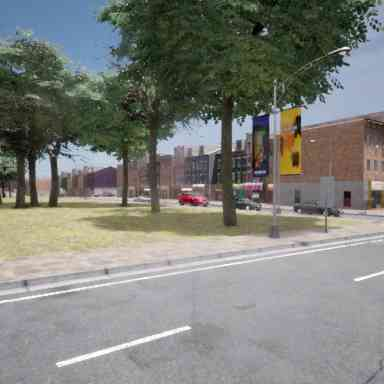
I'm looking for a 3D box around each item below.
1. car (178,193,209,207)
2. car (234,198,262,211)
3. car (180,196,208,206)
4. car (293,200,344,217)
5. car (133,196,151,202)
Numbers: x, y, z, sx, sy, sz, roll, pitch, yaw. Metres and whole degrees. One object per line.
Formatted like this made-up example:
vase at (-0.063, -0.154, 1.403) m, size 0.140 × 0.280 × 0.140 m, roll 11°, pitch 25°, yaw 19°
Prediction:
car at (0.151, 1.136, 49.165) m, size 2.150 × 2.045 × 5.566 m, roll 1°, pitch 0°, yaw -35°
car at (6.352, 1.496, 40.432) m, size 1.837 × 1.490 × 4.892 m, roll 1°, pitch 0°, yaw -35°
car at (0.217, 1.405, 54.133) m, size 2.128 × 1.511 × 4.902 m, roll 1°, pitch 0°, yaw -35°
car at (12.178, 1.588, 32.240) m, size 1.837 × 1.490 × 4.892 m, roll 1°, pitch 0°, yaw -35°
car at (-10.391, 1.448, 69.023) m, size 1.895 × 1.301 × 4.718 m, roll 1°, pitch 0°, yaw -35°
